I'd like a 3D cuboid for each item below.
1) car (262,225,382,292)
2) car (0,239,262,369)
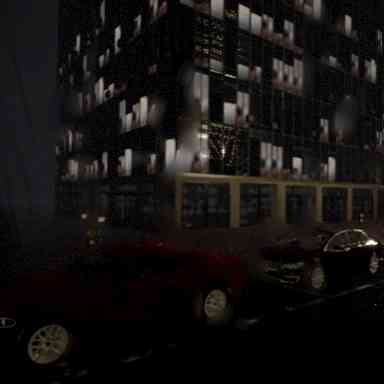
[{"bbox_3d":[3.506,1.605,9.049,4.403,1.369,2.008,0,0,-35],"label":"car"},{"bbox_3d":[-1.116,1.561,5.753,4.507,1.381,1.887,0,0,-35],"label":"car"}]
